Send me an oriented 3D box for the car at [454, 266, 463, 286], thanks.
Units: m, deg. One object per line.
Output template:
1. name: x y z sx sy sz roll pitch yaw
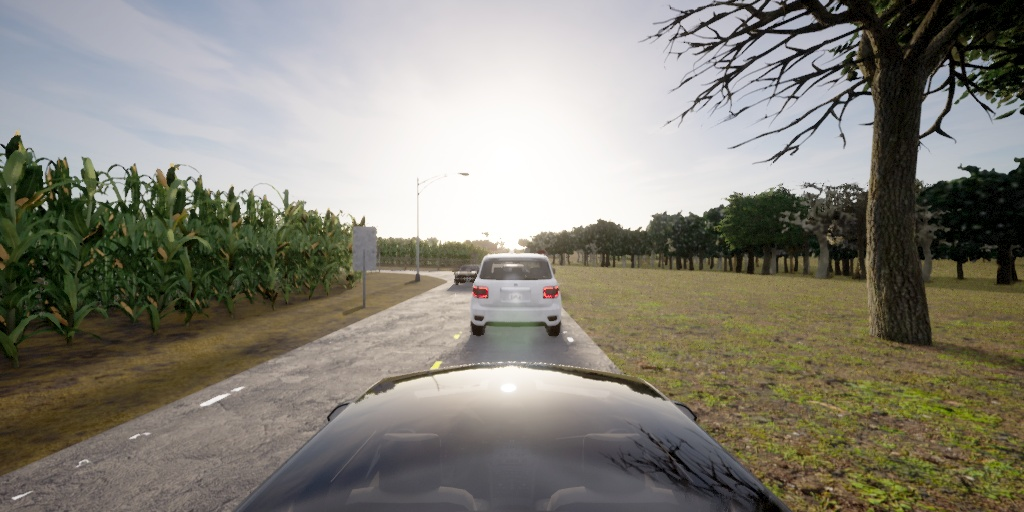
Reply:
1. car: -2.707 1.275 24.230 1.895 1.301 4.718 0 0 0

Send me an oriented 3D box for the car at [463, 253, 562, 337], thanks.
1. car: 0.116 0.948 10.388 2.150 2.045 5.566 0 0 1
